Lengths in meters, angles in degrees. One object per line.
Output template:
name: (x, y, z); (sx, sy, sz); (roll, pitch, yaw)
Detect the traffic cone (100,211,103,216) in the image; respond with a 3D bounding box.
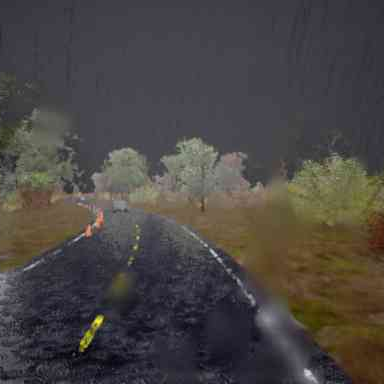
traffic cone: (-7.604, 2.140, 27.971); (0.340, 0.580, 0.340); (0, 0, -14)

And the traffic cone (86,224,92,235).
traffic cone: (-5.694, 2.078, 18.375); (0.340, 0.580, 0.340); (0, 0, -9)

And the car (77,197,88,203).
car: (-28.510, 2.117, 86.411); (1.882, 1.535, 5.008); (0, -1, -32)

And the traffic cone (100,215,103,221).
traffic cone: (-6.554, 2.108, 23.192); (0.340, 0.580, 0.340); (0, 0, -11)

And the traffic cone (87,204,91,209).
traffic cone: (-15.591, 2.315, 51.166); (0.340, 0.580, 0.340); (0, 0, -23)

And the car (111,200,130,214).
car: (-8.580, 1.759, 39.672); (1.837, 1.490, 4.892); (0, 0, -19)
